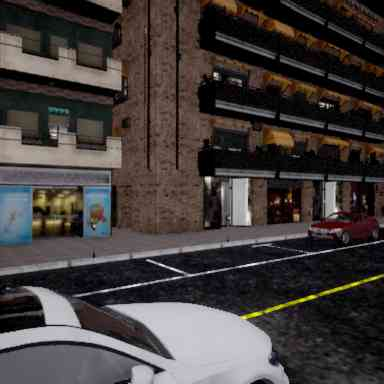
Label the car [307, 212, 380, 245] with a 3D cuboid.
[{"bbox_3d":[7.172,1.583,15.538,4.206,1.307,1.802,0,0,-35],"label":"car"}]

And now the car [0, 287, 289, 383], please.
[{"bbox_3d":[-1.286,1.525,2.516,4.674,1.442,1.812,0,0,-35],"label":"car"}]
